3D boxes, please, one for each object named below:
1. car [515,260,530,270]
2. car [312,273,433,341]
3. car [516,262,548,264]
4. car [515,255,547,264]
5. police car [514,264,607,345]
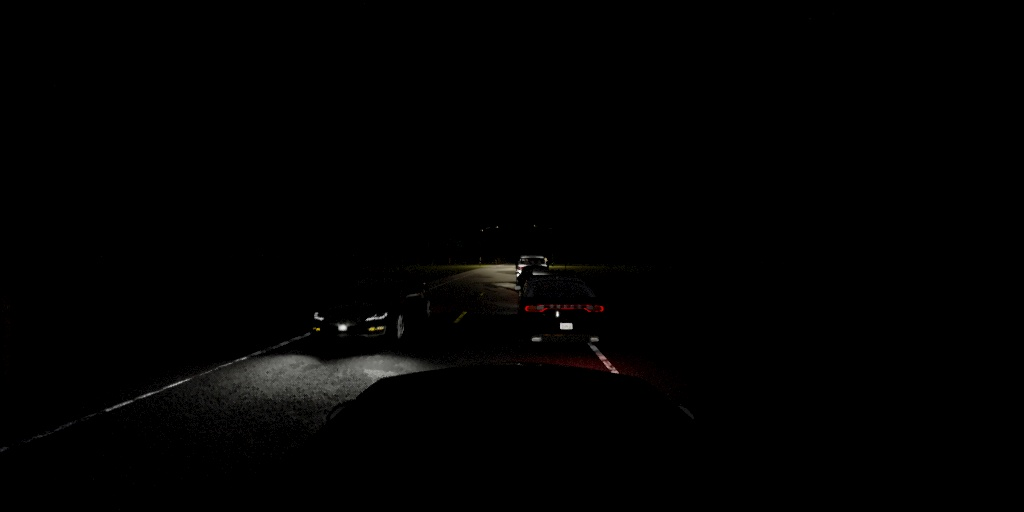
[{"bbox_3d":[1.551,1.279,52.775,1.994,1.385,4.181,0,0,4],"label":"car"},{"bbox_3d":[-3.533,1.255,9.966,1.837,1.490,4.892,0,0,1],"label":"car"},{"bbox_3d":[1.247,1.252,19.502,1.837,1.490,4.892,0,0,1],"label":"car"},{"bbox_3d":[1.391,0.967,25.512,2.150,2.045,5.566,0,0,2],"label":"car"},{"bbox_3d":[1.095,1.175,9.642,1.930,1.638,5.238,0,0,1],"label":"police car"}]
